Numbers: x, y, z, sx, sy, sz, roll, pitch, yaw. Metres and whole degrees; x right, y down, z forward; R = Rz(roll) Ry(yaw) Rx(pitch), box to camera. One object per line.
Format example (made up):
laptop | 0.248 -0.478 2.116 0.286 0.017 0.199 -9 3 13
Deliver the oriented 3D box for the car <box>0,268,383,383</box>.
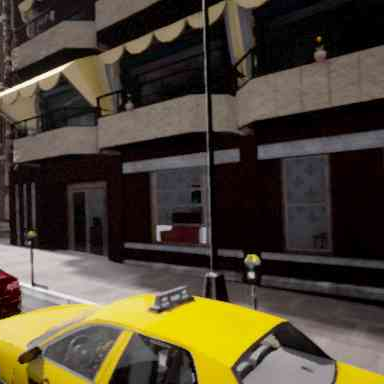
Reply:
car | -0.394 1.547 3.027 4.829 1.417 1.752 -1 -2 36
